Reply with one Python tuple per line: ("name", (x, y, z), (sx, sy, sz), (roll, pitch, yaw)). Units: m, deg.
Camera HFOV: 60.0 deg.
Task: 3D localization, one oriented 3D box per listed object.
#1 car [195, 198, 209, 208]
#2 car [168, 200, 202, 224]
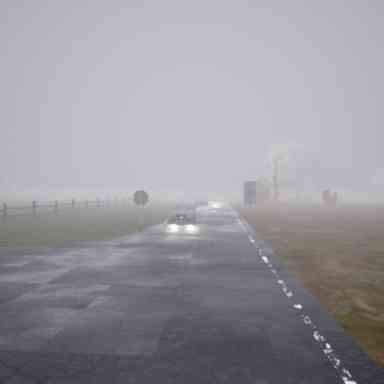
("car", (1.430, 1.535, 49.548), (1.994, 1.385, 4.181), (0, 0, 5))
("car", (-0.574, 1.579, 24.823), (1.994, 1.385, 4.181), (0, 0, 5))
